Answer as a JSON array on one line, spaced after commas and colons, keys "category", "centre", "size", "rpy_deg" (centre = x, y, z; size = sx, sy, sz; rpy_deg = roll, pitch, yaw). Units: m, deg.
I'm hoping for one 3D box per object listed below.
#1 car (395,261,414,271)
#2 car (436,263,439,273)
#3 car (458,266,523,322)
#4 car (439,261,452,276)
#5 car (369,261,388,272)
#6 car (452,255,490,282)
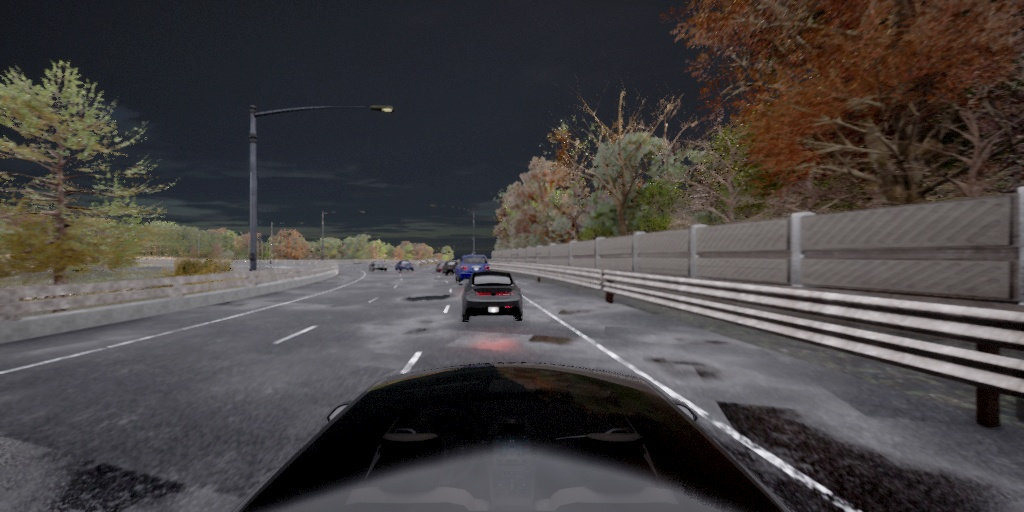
[{"category": "car", "centre": [-14.820, 1.343, 49.487], "size": [1.812, 1.442, 4.674], "rpy_deg": [0, 0, -28]}, {"category": "car", "centre": [-8.472, 1.358, 45.317], "size": [1.994, 1.385, 4.181], "rpy_deg": [0, 0, -16]}, {"category": "car", "centre": [-0.745, 1.261, 12.460], "size": [1.837, 1.490, 4.892], "rpy_deg": [0, 0, -5]}, {"category": "car", "centre": [-6.348, 1.262, 38.369], "size": [1.882, 1.535, 5.008], "rpy_deg": [0, 0, -18]}, {"category": "car", "centre": [-17.811, 1.375, 47.665], "size": [2.033, 1.411, 5.357], "rpy_deg": [0, 0, -28]}, {"category": "car", "centre": [-2.963, 0.985, 26.471], "size": [2.150, 2.045, 5.566], "rpy_deg": [0, -1, -13]}]
